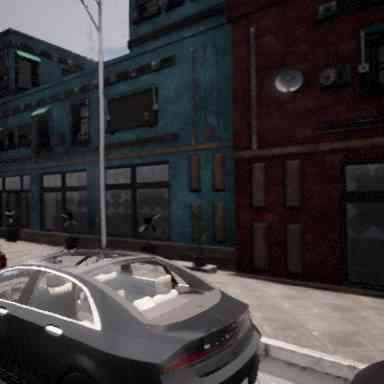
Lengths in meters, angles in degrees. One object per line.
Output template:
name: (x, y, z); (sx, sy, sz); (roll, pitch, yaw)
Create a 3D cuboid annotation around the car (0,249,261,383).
car: (-1.546, 1.509, 4.353); (4.892, 1.521, 2.231); (-1, 0, 35)
